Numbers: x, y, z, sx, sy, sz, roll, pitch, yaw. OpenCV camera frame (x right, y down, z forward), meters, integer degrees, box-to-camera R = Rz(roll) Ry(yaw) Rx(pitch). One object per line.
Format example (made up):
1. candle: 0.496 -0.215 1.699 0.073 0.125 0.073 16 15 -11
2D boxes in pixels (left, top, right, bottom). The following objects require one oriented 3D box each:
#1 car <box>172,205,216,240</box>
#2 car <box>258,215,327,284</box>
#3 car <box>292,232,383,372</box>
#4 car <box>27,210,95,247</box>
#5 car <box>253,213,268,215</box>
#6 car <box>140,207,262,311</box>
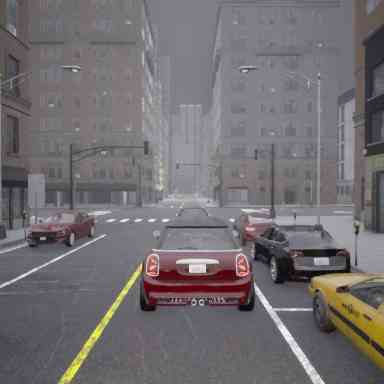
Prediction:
1. car: 0.066 1.541 18.144 2.033 1.411 5.357 0 0 0
2. car: 2.850 1.562 9.401 1.947 1.339 4.313 -1 0 0
3. car: 2.859 1.524 3.985 1.752 1.417 4.829 -1 0 0
4. car: -5.705 1.539 14.969 1.887 1.381 4.507 -1 0 0
5. car: 2.841 1.576 14.987 1.802 1.307 4.206 -1 0 0
6. car: 0.087 1.349 7.905 2.097 1.767 4.553 0 0 0
